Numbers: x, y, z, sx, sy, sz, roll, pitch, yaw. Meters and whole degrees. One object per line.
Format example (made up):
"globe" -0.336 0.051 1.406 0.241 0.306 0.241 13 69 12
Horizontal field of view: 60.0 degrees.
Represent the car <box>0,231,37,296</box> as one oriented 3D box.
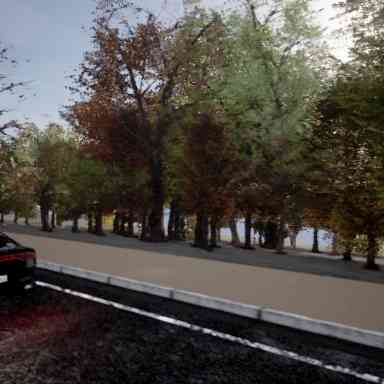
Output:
"car" -5.589 1.496 7.674 5.008 1.535 1.882 0 0 36
